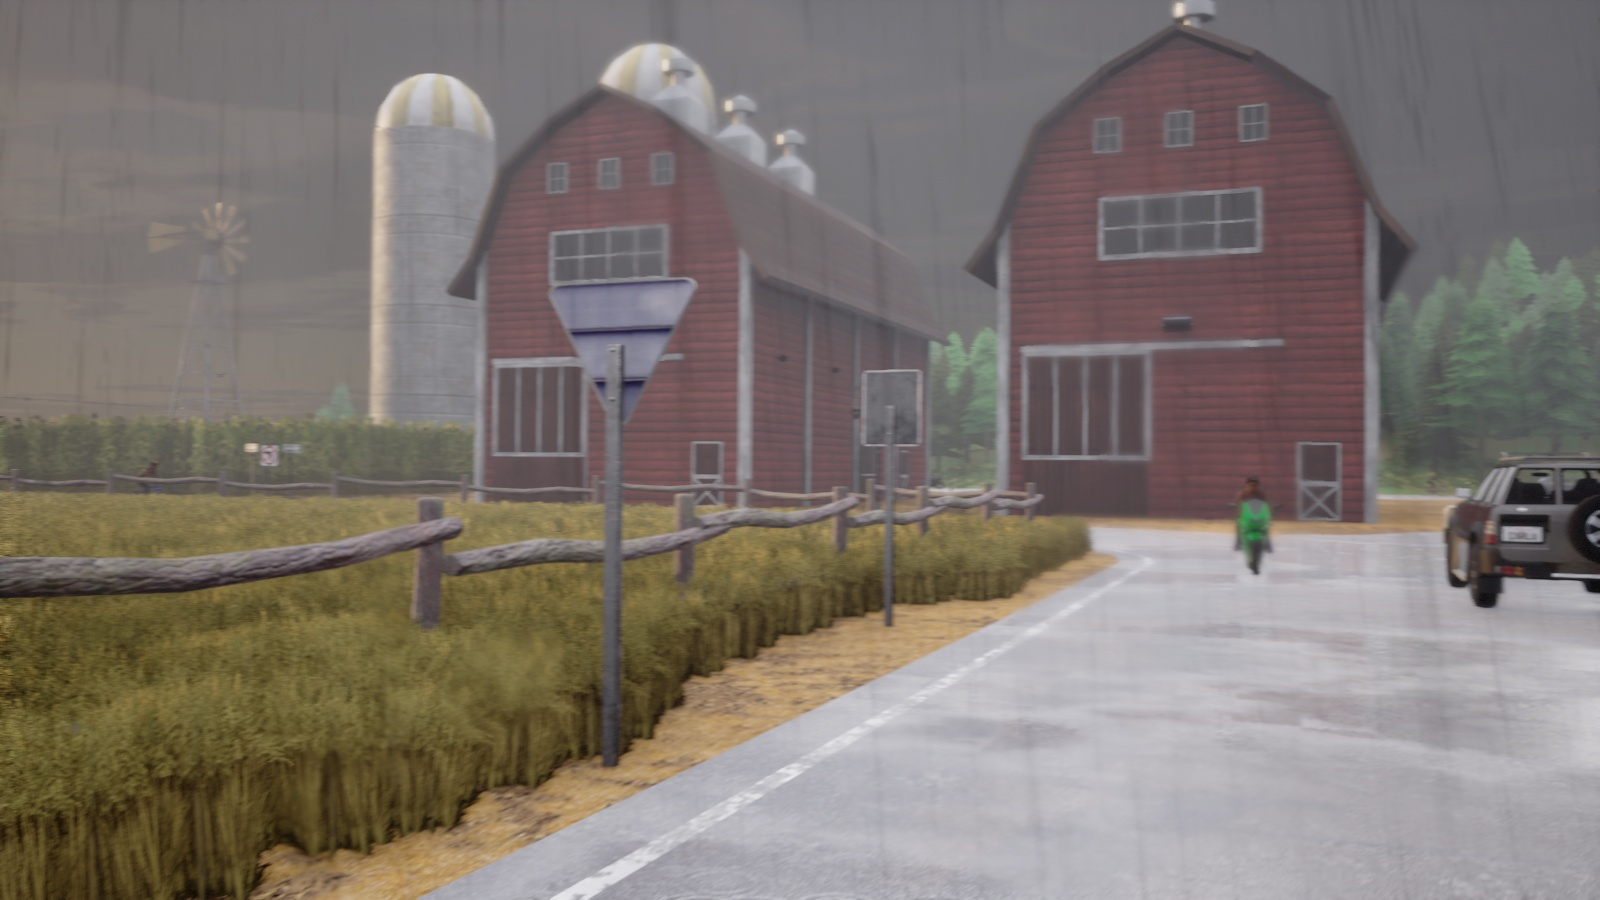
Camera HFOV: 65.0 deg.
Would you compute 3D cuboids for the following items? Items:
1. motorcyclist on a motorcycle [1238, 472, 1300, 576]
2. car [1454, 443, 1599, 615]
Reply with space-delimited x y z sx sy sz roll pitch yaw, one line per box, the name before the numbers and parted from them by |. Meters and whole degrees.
motorcyclist on a motorcycle | 7.309 1.113 19.642 0.797 1.523 2.044 -1 -1 18
car | 9.493 0.890 15.721 1.932 1.855 4.605 0 -1 23
